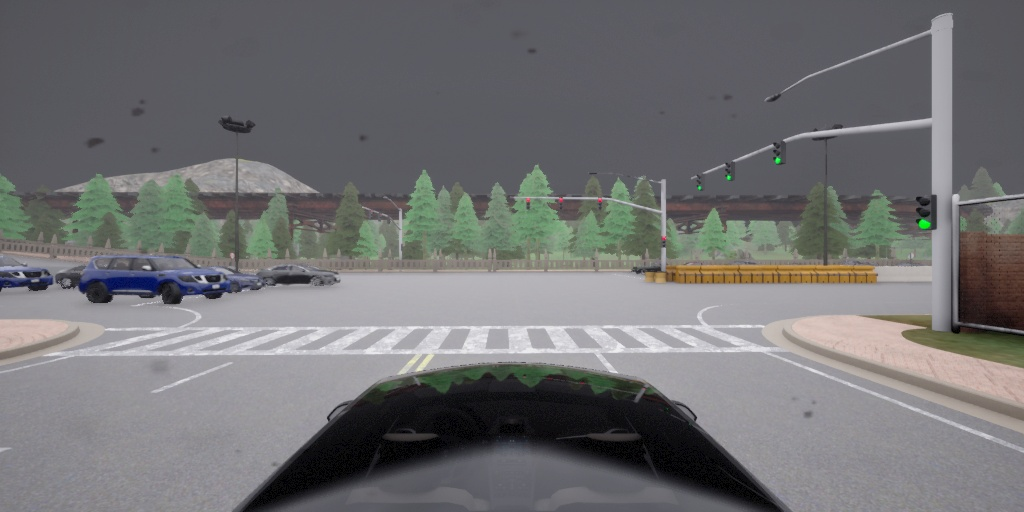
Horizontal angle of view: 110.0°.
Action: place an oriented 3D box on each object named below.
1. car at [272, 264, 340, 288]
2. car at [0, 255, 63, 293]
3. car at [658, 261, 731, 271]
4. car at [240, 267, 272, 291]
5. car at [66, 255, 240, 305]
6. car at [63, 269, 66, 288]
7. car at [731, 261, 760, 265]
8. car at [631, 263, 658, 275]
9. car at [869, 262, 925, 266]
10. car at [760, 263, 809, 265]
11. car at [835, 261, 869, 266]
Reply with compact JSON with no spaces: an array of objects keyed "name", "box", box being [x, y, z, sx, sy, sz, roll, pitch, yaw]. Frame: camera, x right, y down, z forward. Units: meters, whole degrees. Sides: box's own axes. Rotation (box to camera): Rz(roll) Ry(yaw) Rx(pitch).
[{"name":"car","box":[-13.728,1.242,23.164,4.902,1.511,2.128,0,0,-2]},{"name":"car","box":[-28.407,0.946,19.207,5.566,2.045,2.150,1,0,-2]},{"name":"car","box":[15.876,1.228,31.294,5.008,1.535,1.882,0,0,-2]},{"name":"car","box":[-16.192,1.276,19.584,4.674,1.442,1.812,0,0,-2]},{"name":"car","box":[-15.519,0.972,15.703,5.566,2.045,2.150,0,-1,5]},{"name":"car","box":[-25.798,1.246,22.791,4.892,1.490,1.837,0,0,-2]},{"name":"car","box":[24.544,1.241,38.568,4.902,1.511,2.128,0,0,-2]},{"name":"car","box":[15.291,1.351,38.278,4.718,1.301,1.895,0,0,-2]},{"name":"car","box":[35.024,1.314,31.887,4.181,1.385,1.994,0,0,-2]},{"name":"car","box":[24.867,1.314,31.575,4.181,1.385,1.994,0,0,-2]},{"name":"car","box":[36.935,1.240,38.950,4.902,1.511,2.128,0,0,-2]}]
